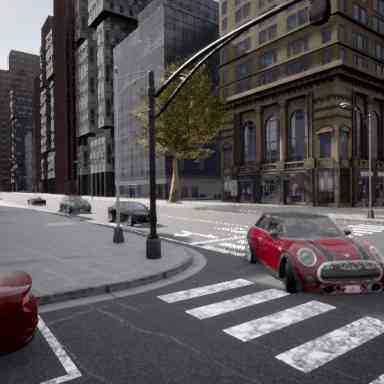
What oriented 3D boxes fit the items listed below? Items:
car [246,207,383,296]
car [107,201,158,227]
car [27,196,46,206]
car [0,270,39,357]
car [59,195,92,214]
[{"bbox_3d":[2.973,1.353,8.887,2.097,1.767,4.553,-1,0,-6],"label":"car"},{"bbox_3d":[-4.102,1.386,22.481,1.882,1.535,5.008,-1,1,-36],"label":"car"},{"bbox_3d":[-22.346,1.289,47.800,1.895,1.301,4.718,-1,1,-36],"label":"car"},{"bbox_3d":[-4.175,1.545,3.660,4.507,1.381,1.887,0,-1,-36],"label":"car"},{"bbox_3d":[-11.541,1.160,32.742,2.097,1.767,4.553,-1,1,-36],"label":"car"}]
